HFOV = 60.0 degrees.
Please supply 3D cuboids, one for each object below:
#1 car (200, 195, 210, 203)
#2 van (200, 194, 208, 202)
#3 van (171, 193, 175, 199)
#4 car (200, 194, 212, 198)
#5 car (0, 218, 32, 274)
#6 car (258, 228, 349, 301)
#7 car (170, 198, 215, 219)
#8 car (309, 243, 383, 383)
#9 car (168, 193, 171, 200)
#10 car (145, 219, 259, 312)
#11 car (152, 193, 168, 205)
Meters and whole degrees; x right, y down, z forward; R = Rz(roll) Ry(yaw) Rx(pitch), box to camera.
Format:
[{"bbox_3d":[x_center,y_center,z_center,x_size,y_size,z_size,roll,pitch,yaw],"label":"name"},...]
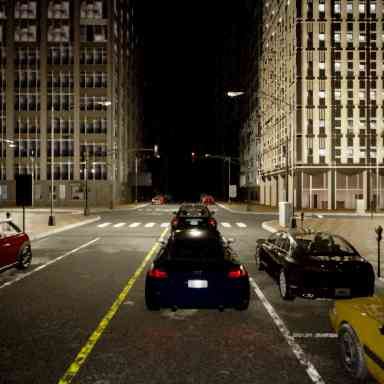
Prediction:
[{"bbox_3d":[2.659,1.365,68.751,1.967,1.590,4.097,0,0,0],"label":"car"},{"bbox_3d":[2.657,1.253,74.436,1.690,1.788,3.998,0,0,0],"label":"van"},{"bbox_3d":[-5.726,1.239,80.121,1.690,1.788,3.998,0,0,0],"label":"van"},{"bbox_3d":[2.761,1.390,57.383,1.967,1.590,4.097,0,0,0],"label":"car"},{"bbox_3d":[-5.692,1.439,8.117,1.967,1.590,4.097,0,0,0],"label":"car"},{"bbox_3d":[2.688,1.550,8.123,2.008,1.369,4.403,0,0,0],"label":"car"},{"bbox_3d":[0.090,1.347,16.412,2.097,1.767,4.553,0,0,0],"label":"car"},{"bbox_3d":[2.690,1.525,2.625,1.752,1.417,4.829,0,0,0],"label":"car"},{"bbox_3d":[-5.747,1.253,63.066,2.192,1.841,5.009,0,0,0],"label":"car"},{"bbox_3d":[0.098,1.563,7.779,1.994,1.385,4.181,0,0,0],"label":"car"},{"bbox_3d":[-5.811,1.390,57.380,1.967,1.590,4.097,0,0,0],"label":"car"}]
